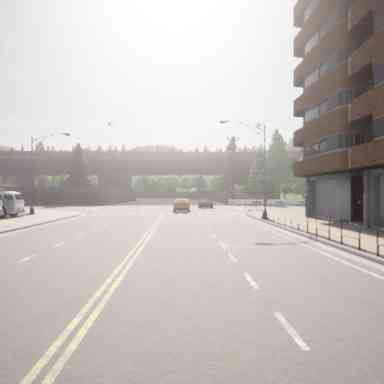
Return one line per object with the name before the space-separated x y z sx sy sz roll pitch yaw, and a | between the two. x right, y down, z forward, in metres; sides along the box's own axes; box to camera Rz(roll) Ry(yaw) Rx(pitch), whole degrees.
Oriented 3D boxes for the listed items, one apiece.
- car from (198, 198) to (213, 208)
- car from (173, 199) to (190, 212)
car | 1.938 1.621 48.321 1.994 1.385 4.181 0 0 -2
car | -1.270 1.544 40.128 1.882 1.535 5.008 0 0 -2
